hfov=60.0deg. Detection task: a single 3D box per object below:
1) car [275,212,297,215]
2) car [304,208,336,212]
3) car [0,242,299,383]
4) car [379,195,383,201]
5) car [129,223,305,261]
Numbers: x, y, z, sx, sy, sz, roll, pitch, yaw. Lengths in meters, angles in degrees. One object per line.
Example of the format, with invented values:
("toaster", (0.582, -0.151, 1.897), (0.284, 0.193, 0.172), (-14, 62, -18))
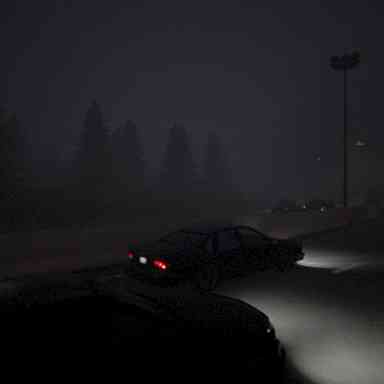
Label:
("car", (9.592, 1.603, 33.495), (1.812, 1.442, 4.674), (0, 0, 36))
("car", (11.677, 1.419, 30.517), (2.097, 1.767, 4.553), (0, 0, 37))
("car", (-1.158, 1.537, 3.106), (4.674, 1.442, 1.812), (0, 0, -36))
("car", (45.711, 1.405, 82.919), (2.097, 1.767, 4.553), (0, 0, 3))
("car", (0.847, 1.572, 9.012), (5.357, 1.411, 2.033), (0, 0, -39))
